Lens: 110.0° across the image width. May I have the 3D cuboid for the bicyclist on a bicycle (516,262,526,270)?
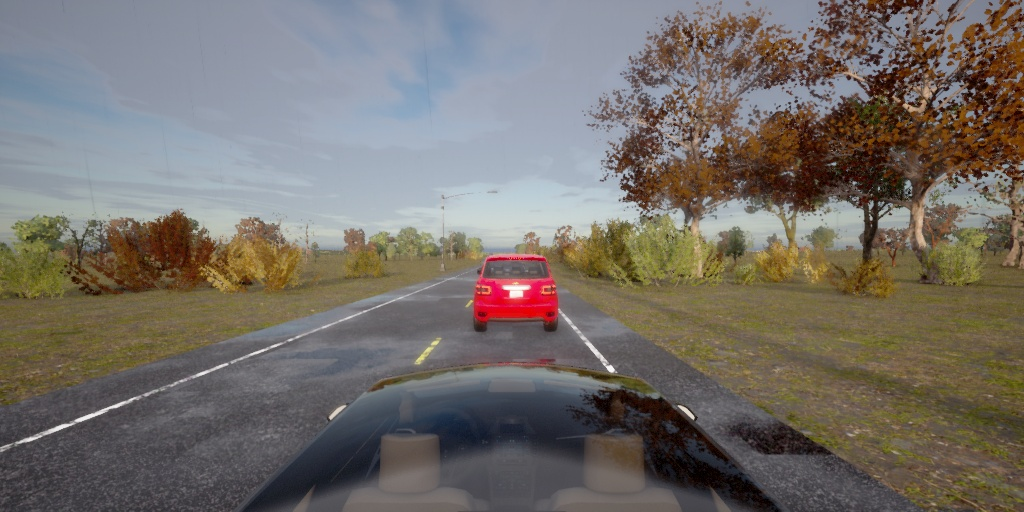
[{"bbox_3d":[0.859,1.109,30.169,0.659,1.776,1.843,0,0,0],"label":"bicyclist on a bicycle"}]

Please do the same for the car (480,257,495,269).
[{"bbox_3d":[-3.952,1.083,57.958,2.097,1.767,4.553,0,0,-1],"label":"car"}]

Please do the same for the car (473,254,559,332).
[{"bbox_3d":[0.078,0.968,10.990,2.150,2.045,5.566,0,0,-1],"label":"car"}]
